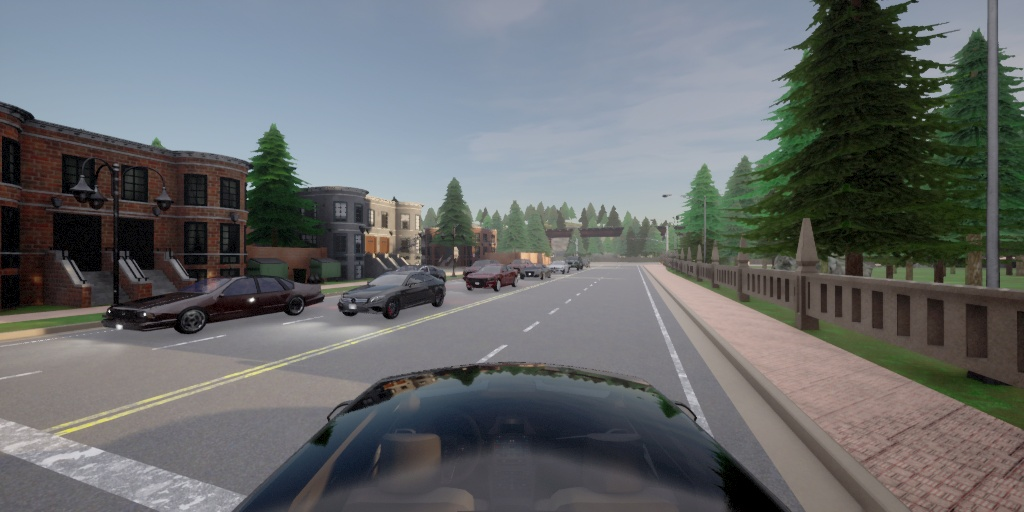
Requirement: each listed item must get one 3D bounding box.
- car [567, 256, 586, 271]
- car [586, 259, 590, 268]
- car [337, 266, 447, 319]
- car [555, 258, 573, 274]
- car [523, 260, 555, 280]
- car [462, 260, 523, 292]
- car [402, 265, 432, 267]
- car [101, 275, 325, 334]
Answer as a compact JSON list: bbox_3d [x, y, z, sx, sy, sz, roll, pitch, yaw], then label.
[{"bbox_3d":[8.711,0.972,50.837,2.150,2.045,5.566,0,0,19],"label":"car"},{"bbox_3d":[12.178,1.255,61.010,1.837,1.490,4.892,0,0,19],"label":"car"},{"bbox_3d":[-4.090,1.276,13.088,1.812,1.442,4.674,0,0,19],"label":"car"},{"bbox_3d":[5.357,1.276,40.960,1.812,1.442,4.674,0,0,19],"label":"car"},{"bbox_3d":[2.128,1.314,31.407,1.994,1.385,4.181,0,0,20],"label":"car"},{"bbox_3d":[-1.095,1.228,21.923,1.882,1.535,5.008,0,0,19],"label":"car"},{"bbox_3d":[-5.442,1.242,20.016,2.128,1.511,4.902,0,0,18],"label":"car"},{"bbox_3d":[-8.482,1.297,11.038,2.033,1.411,5.357,0,0,19],"label":"car"}]
